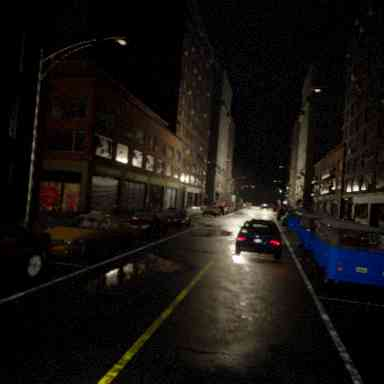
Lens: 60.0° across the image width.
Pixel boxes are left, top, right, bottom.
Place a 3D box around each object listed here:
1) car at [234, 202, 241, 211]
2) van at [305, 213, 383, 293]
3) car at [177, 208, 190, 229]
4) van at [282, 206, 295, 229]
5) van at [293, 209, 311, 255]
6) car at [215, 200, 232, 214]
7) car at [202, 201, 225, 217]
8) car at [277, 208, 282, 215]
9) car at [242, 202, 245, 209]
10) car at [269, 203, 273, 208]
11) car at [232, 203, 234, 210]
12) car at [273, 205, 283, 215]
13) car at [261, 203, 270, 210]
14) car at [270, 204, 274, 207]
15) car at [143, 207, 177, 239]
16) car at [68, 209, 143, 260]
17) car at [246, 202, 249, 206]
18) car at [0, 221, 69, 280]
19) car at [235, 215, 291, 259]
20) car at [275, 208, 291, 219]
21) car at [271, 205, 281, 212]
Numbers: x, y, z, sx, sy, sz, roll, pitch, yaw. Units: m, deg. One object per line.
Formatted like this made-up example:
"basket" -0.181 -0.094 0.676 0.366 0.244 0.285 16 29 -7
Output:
"car" 7.134 2.622 60.371 1.967 1.590 4.097 5 -1 13
"van" 4.752 1.800 10.291 1.690 1.788 3.998 5 0 13
"car" -1.201 1.727 22.844 1.802 1.307 4.206 5 0 13
"van" 8.318 2.237 26.369 1.690 1.788 3.998 5 -1 13
"van" 5.941 1.946 15.650 1.690 1.788 3.998 5 -1 13
"car" 3.579 2.048 44.290 2.192 1.841 5.009 5 -1 13
"car" 2.335 2.105 38.762 1.752 1.417 4.829 5 -1 13
"car" 9.489 2.593 31.727 2.008 1.369 4.403 5 -1 13
"car" 9.503 3.036 71.091 2.008 1.369 4.403 5 -1 13
"car" 18.993 3.787 74.601 1.887 1.381 4.507 5 -1 13
"car" 4.745 2.463 49.649 1.802 1.307 4.206 5 -1 13
"car" 11.885 2.652 42.448 2.192 1.841 5.009 5 -1 13
"car" 18.346 3.701 83.962 2.033 1.411 5.357 4 -1 13
"car" 17.806 3.634 69.242 1.887 1.381 4.507 5 -1 13
"car" -2.390 1.581 17.484 1.802 1.307 4.206 5 0 13
"car" -3.611 1.375 11.958 1.752 1.417 4.829 5 0 13
"car" 13.078 3.388 87.175 1.967 1.590 4.097 5 -1 13
"car" -4.766 1.254 6.763 1.887 1.381 4.507 5 0 13
"car" 2.971 1.920 14.698 2.033 1.411 5.357 4 -1 13
"car" 13.052 3.051 47.805 1.947 1.339 4.313 5 -1 13
"car" 20.180 3.947 79.961 2.008 1.369 4.403 5 -1 13
